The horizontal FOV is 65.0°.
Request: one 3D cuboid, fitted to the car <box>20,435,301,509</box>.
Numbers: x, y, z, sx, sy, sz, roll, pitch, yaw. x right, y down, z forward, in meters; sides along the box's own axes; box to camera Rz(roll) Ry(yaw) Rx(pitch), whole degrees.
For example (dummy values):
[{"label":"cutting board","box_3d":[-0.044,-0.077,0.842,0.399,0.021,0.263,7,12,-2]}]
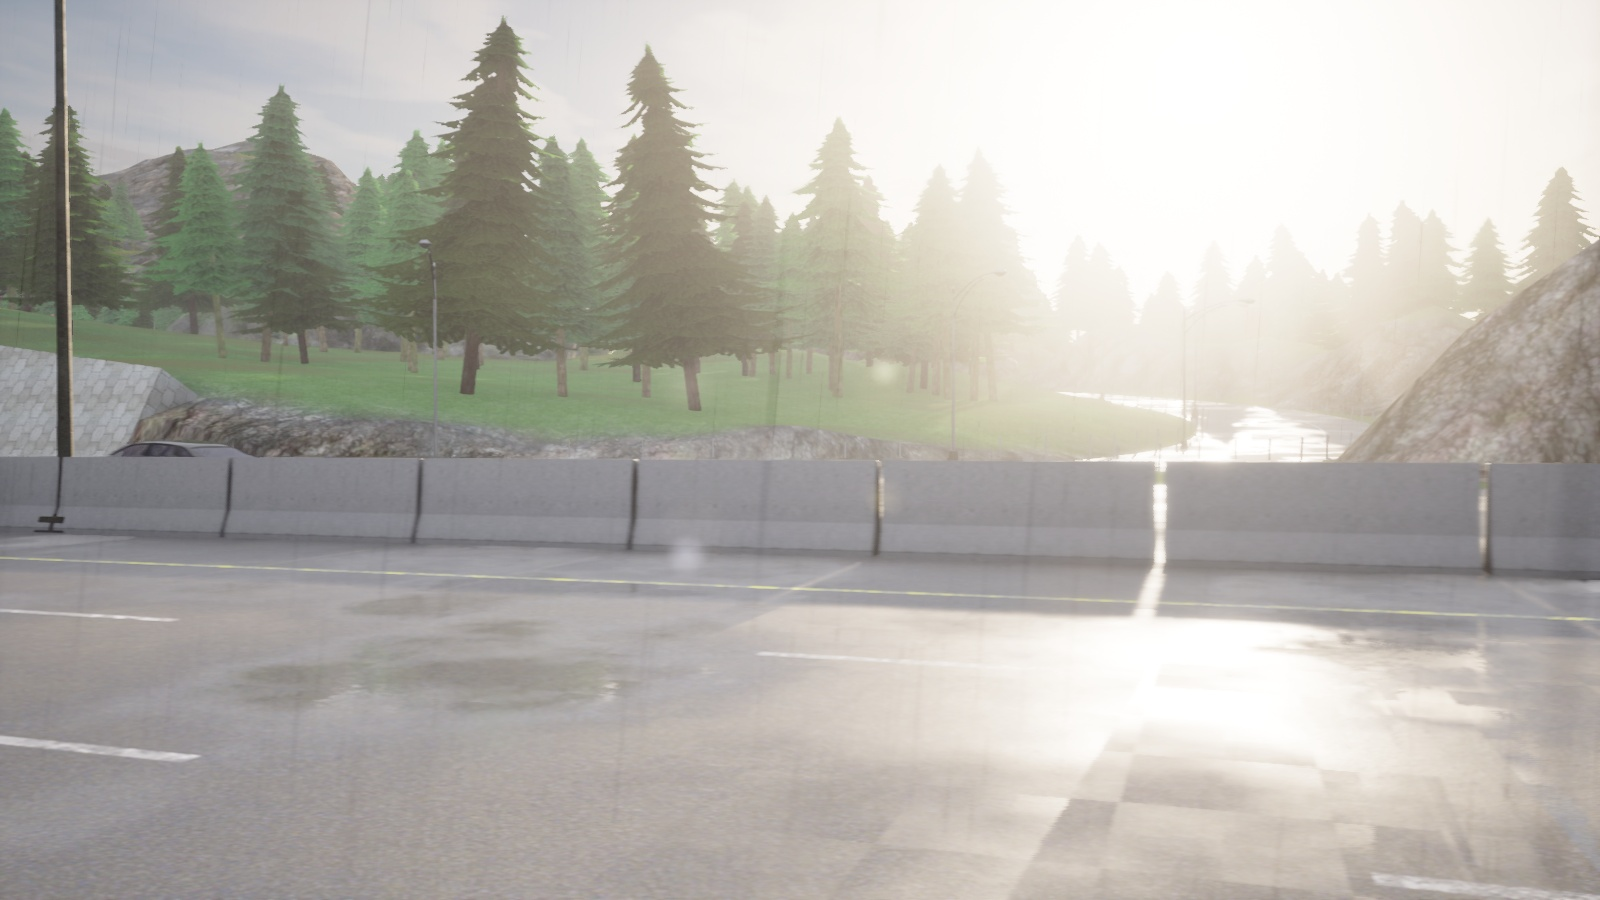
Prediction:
[{"label":"car","box_3d":[-13.289,0.405,26.127,5.357,1.411,2.033,1,1,19]}]
